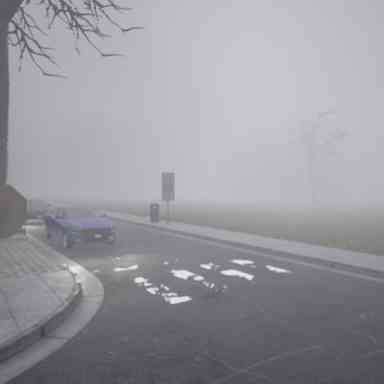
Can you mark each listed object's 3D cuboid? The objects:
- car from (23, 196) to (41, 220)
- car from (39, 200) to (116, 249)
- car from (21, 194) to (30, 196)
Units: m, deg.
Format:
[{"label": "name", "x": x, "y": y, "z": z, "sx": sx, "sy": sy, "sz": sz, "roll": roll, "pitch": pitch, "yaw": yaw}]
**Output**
[{"label": "car", "x": -10.715, "y": 1.215, "z": 22.383, "sx": 1.812, "sy": 1.442, "sz": 4.674, "roll": 0, "pitch": 1, "yaw": -35}, {"label": "car", "x": -4.875, "y": 1.311, "z": 14.148, "sx": 1.882, "sy": 1.535, "sz": 5.008, "roll": 0, "pitch": 1, "yaw": -35}, {"label": "car", "x": -22.473, "y": 0.893, "z": 44.006, "sx": 1.994, "sy": 1.385, "sz": 4.181, "roll": 0, "pitch": 1, "yaw": -34}]
